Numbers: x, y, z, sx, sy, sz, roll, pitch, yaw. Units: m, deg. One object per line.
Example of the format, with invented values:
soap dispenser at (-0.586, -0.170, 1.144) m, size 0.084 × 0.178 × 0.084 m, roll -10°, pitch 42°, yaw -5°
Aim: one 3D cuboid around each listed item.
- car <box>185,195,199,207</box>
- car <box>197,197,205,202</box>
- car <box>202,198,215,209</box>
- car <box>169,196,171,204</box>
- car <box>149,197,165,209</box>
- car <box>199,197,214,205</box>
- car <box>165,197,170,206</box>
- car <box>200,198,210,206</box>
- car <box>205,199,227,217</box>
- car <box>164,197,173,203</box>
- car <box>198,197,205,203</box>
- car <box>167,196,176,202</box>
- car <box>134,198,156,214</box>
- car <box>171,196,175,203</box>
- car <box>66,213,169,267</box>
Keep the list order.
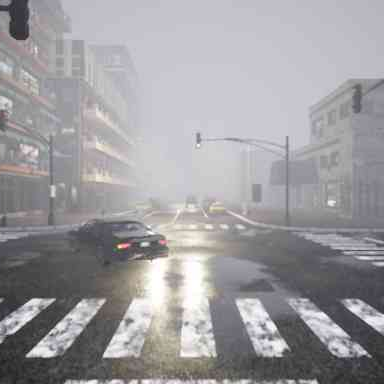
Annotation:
car at (-0.081, 1.605, 60.592) m, size 2.150 × 2.045 × 5.566 m, roll 0°, pitch 0°, yaw 0°
car at (2.564, 2.192, 95.105) m, size 2.008 × 1.369 × 4.403 m, roll 0°, pitch 0°, yaw 0°
car at (2.632, 1.860, 45.253) m, size 1.802 × 1.307 × 4.206 m, roll 0°, pitch 0°, yaw 0°
car at (-5.778, 1.956, 67.227) m, size 1.752 × 1.417 × 4.829 m, roll 0°, pitch 0°, yaw 0°
car at (-5.755, 1.631, 50.782) m, size 2.192 × 1.841 × 5.009 m, roll 0°, pitch 0°, yaw 0°
car at (2.626, 1.631, 50.794) m, size 2.192 × 1.841 × 5.009 m, roll 0°, pitch 0°, yaw 0°
car at (-5.771, 1.943, 61.858) m, size 2.008 × 1.369 × 4.403 m, roll 0°, pitch 0°, yaw 0°
car at (2.602, 1.983, 67.409) m, size 2.008 × 1.369 × 4.403 m, roll 0°, pitch 0°, yaw 0°
car at (2.647, 1.733, 34.345) m, size 1.752 × 1.417 × 4.829 m, roll 0°, pitch 0°, yaw 0°
car at (-5.801, 1.996, 84.015) m, size 1.967 × 1.590 × 4.097 m, roll 0°, pitch 0°, yaw 0°
car at (2.571, 2.125, 89.736) m, size 1.752 × 1.417 × 4.829 m, roll 0°, pitch 0°, yaw 0°
car at (-5.816, 1.956, 95.095) m, size 2.192 × 1.841 × 5.009 m, roll 0°, pitch 0°, yaw 0°
car at (-5.741, 1.767, 39.532) m, size 1.752 × 1.417 × 4.829 m, roll 0°, pitch 0°, yaw 0°
car at (-5.794, 2.059, 78.476) m, size 1.887 × 1.381 × 4.507 m, roll 0°, pitch 0°, yaw 0°
car at (-2.861, 1.599, 11.800) m, size 2.033 × 1.411 × 5.357 m, roll 1°, pitch -1°, yaw -36°
